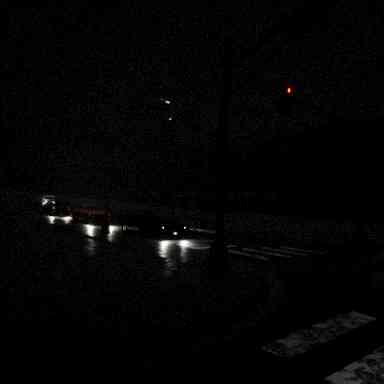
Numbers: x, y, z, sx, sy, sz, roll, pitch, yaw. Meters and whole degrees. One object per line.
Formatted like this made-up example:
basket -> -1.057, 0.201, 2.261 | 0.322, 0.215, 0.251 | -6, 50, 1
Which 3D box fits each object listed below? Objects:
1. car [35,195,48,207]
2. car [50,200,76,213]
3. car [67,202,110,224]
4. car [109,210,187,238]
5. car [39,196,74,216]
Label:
car -> -23.589, 1.547, 53.583 | 2.150, 2.045, 5.566 | 4, -1, -36
car -> -17.715, 1.939, 45.453 | 2.128, 1.511, 4.902 | 4, -2, -35
car -> -8.379, 1.770, 27.493 | 1.882, 1.535, 5.008 | 4, -3, -36
car -> -2.489, 1.761, 19.229 | 2.033, 1.411, 5.357 | 4, -3, -38
car -> -14.904, 1.677, 36.608 | 2.097, 1.767, 4.553 | 4, -2, -35
